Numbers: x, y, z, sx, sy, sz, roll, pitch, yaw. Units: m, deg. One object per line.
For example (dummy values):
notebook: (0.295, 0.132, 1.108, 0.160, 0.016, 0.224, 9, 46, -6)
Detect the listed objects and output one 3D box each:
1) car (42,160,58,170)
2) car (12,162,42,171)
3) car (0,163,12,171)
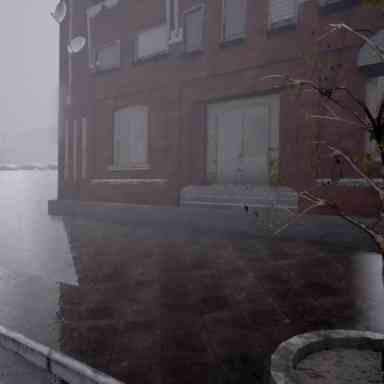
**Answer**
car: (-16.714, -3.361, 43.424, 4.553, 1.767, 2.185, 1, 1, 26)
car: (-21.796, -3.357, 45.865, 4.892, 1.521, 2.231, 1, 1, 27)
car: (-26.628, -3.417, 48.322, 4.674, 1.452, 2.002, 1, 1, 28)
